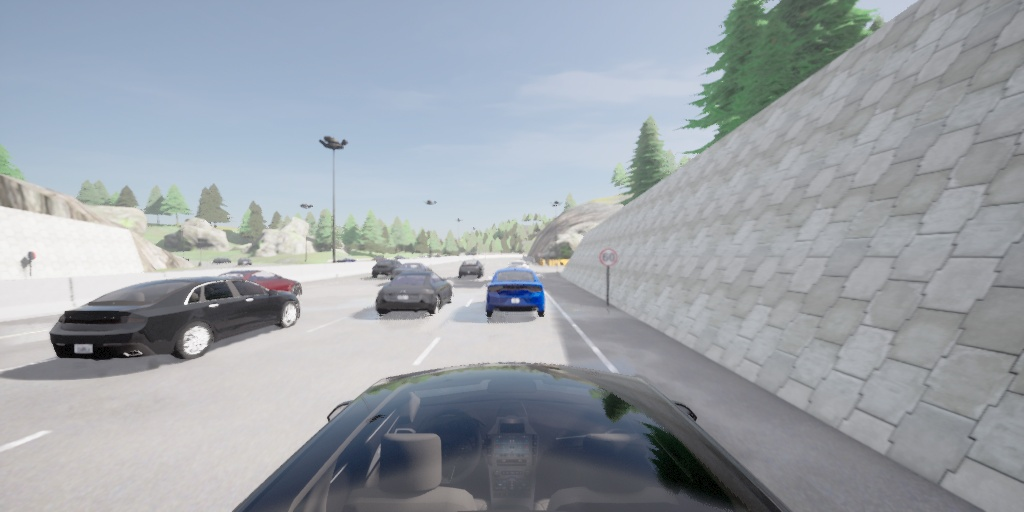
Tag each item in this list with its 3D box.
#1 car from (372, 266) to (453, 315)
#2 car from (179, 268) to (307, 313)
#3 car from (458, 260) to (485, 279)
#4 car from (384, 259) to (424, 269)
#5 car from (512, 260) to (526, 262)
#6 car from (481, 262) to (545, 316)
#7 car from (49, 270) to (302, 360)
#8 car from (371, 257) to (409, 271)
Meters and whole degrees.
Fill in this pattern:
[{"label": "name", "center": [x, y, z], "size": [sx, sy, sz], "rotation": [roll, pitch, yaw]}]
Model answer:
[{"label": "car", "center": [-3.398, 1.247, 13.156], "size": [1.994, 1.385, 4.181], "rotation": [0, 0, 0]}, {"label": "car", "center": [-10.397, 1.239, 14.357], "size": [1.994, 1.385, 4.181], "rotation": [0, 0, 0]}, {"label": "car", "center": [-3.395, 1.072, 30.586], "size": [2.128, 1.511, 4.902], "rotation": [0, 0, 0]}, {"label": "car", "center": [-6.896, 1.159, 25.281], "size": [2.033, 1.411, 5.357], "rotation": [0, 0, 0]}, {"label": "car", "center": [0.619, 1.100, 31.623], "size": [1.812, 1.442, 4.674], "rotation": [0, 0, 6]}, {"label": "car", "center": [0.102, 1.161, 13.086], "size": [1.882, 1.535, 5.008], "rotation": [0, 0, 0]}, {"label": "car", "center": [-6.900, 1.218, 8.196], "size": [1.837, 1.490, 4.892], "rotation": [0, 1, 0]}, {"label": "car", "center": [-10.395, 1.084, 30.697], "size": [1.837, 1.490, 4.892], "rotation": [0, 0, 0]}]
